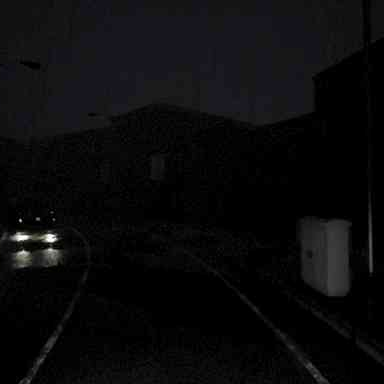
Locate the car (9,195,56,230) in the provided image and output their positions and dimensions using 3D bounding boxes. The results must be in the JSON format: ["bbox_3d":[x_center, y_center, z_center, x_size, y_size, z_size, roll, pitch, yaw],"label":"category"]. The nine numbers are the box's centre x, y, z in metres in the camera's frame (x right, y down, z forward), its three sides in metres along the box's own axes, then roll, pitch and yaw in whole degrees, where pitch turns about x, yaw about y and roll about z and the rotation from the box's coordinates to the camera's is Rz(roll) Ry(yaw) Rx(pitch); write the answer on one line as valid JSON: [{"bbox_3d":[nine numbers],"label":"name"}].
[{"bbox_3d":[-10.550,1.214,21.778,2.150,2.045,5.566,1,0,-34],"label":"car"}]
